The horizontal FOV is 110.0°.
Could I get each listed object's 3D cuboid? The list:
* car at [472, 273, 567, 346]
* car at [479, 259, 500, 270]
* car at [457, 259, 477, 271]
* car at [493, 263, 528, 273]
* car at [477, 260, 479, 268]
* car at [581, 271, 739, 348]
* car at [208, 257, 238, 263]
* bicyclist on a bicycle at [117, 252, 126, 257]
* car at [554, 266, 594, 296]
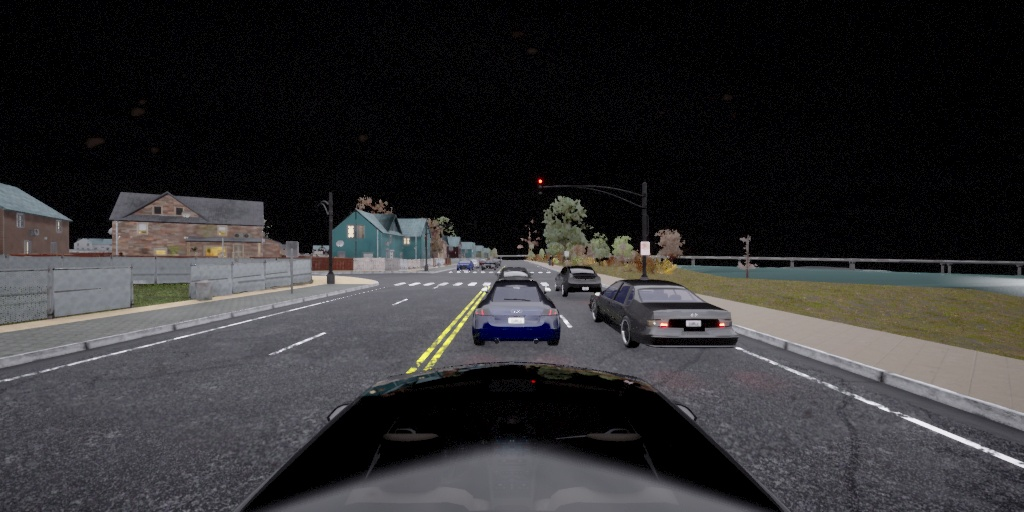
[{"bbox_3d":[0.108,1.314,9.472,1.994,1.385,4.181,0,0,0],"label":"car"},{"bbox_3d":[-3.247,1.343,51.605,1.994,1.385,4.181,0,0,1],"label":"car"},{"bbox_3d":[-6.508,1.255,50.347,1.882,1.535,5.008,0,0,1],"label":"car"},{"bbox_3d":[0.113,1.277,18.214,1.812,1.442,4.674,0,0,-2],"label":"car"},{"bbox_3d":[-6.480,1.316,59.533,1.812,1.442,4.674,0,0,0],"label":"car"},{"bbox_3d":[3.365,1.297,9.160,2.033,1.411,5.357,0,0,0],"label":"car"},{"bbox_3d":[-20.985,0.852,26.032,4.902,1.511,2.128,1,-1,-35],"label":"car"},{"bbox_3d":[-29.572,0.545,27.137,0.582,1.620,1.656,1,0,-35],"label":"bicyclist on a bicycle"},{"bbox_3d":[3.380,1.256,18.906,1.837,1.490,4.892,0,0,0],"label":"car"}]
